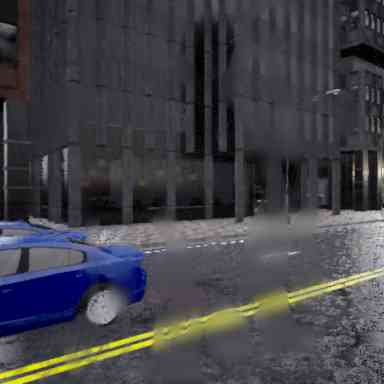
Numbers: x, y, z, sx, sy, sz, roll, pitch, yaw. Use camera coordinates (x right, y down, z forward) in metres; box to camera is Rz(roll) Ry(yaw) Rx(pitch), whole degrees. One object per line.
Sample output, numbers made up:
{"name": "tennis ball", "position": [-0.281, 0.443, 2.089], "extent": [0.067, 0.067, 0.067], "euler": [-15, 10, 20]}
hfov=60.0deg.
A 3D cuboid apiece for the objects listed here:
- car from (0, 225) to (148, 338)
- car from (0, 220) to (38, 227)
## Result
{"name": "car", "position": [-3.167, 1.477, 5.418], "extent": [5.008, 1.535, 1.882], "euler": [0, 0, -36]}
{"name": "car", "position": [-5.069, 1.477, 8.054], "extent": [5.008, 1.535, 1.882], "euler": [0, 0, -35]}
